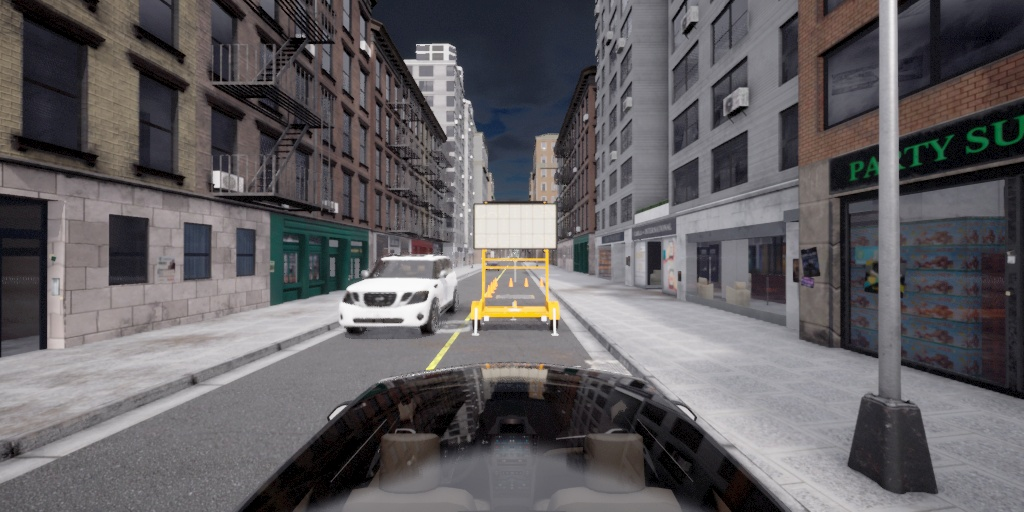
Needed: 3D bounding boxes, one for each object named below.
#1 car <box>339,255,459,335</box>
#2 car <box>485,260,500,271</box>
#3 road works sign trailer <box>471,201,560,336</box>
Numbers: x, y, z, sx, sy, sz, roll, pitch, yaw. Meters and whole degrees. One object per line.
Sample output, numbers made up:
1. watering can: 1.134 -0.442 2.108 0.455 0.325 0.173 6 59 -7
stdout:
1. car: -3.006 0.970 10.854 2.150 2.045 5.566 0 0 1
2. car: -2.566 1.279 47.535 2.033 1.411 5.357 0 0 1
3. road works sign trailer: 0.098 0.213 10.428 2.380 3.560 2.880 0 0 1
